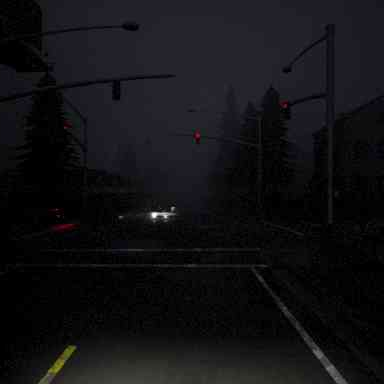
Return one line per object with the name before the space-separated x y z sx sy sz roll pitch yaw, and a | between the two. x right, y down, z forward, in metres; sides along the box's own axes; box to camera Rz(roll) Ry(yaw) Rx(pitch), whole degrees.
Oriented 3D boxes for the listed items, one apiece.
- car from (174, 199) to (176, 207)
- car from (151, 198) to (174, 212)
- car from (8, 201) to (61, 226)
car | -3.418 1.547 49.950 2.033 1.411 5.357 0 0 0
car | -3.477 1.564 38.045 1.994 1.385 4.181 0 0 0
car | -11.070 1.317 21.461 4.902 1.511 2.128 1 0 -1
